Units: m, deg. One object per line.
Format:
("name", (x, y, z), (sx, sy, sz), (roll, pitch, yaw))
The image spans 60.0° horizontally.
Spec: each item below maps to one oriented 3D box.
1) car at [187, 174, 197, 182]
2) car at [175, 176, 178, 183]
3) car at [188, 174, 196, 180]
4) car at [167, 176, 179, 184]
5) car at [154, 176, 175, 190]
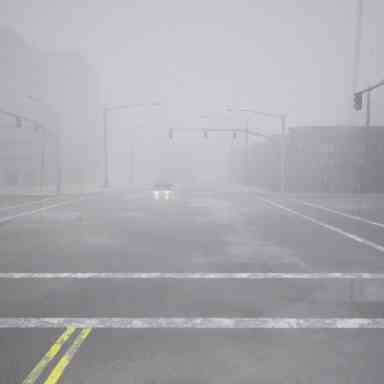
("car", (0.022, -2.968, 70.897), (1.994, 1.385, 4.181), (0, 4, 0))
("car", (-3.578, -1.689, 51.329), (1.837, 1.490, 4.892), (0, 4, 0))
("car", (0.026, -3.693, 80.724), (2.033, 1.411, 5.357), (0, 4, 0))
("car", (-3.546, -2.275, 61.448), (1.895, 1.301, 4.718), (0, 4, 0))
("car", (-3.585, -0.961, 41.423), (1.994, 1.385, 4.181), (0, 4, 0))
